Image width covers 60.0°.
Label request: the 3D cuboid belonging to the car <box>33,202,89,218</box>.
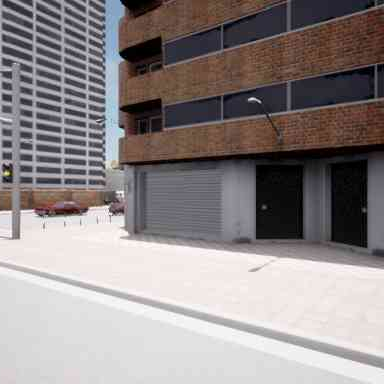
[{"bbox_3d":[-12.113,1.601,30.943,1.895,1.301,4.718,0,0,35],"label":"car"}]

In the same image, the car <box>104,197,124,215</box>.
[{"bbox_3d":[-6.108,1.526,33.081,1.812,1.442,4.674,0,0,35],"label":"car"}]

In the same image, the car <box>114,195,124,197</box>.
[{"bbox_3d":[-6.398,1.478,39.046,1.882,1.535,5.008,0,0,35],"label":"car"}]
